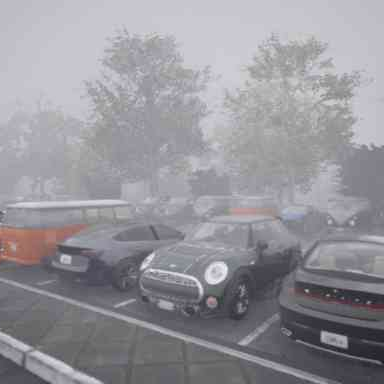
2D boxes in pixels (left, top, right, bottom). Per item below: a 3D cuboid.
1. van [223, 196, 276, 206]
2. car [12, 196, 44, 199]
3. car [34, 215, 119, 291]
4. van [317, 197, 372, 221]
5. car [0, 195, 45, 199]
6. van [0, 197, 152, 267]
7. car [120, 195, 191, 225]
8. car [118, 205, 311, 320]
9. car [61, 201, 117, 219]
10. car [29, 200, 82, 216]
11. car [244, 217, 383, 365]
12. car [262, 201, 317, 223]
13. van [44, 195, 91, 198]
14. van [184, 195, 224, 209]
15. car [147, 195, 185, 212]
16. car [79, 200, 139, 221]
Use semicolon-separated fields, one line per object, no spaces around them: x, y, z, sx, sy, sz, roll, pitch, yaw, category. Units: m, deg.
4.108;1.267;21.441;1.878;1.987;4.442;0;0;36;van
-16.191;1.568;35.916;2.097;1.535;5.008;0;0;36;car
-1.394;1.518;9.177;2.163;1.488;4.792;0;0;36;car
8.485;1.253;18.011;1.878;1.987;4.442;0;0;35;van
-18.554;1.326;37.590;2.435;2.045;5.566;0;0;36;car
-3.596;1.271;10.872;1.878;1.987;4.442;0;0;36;van
-2.718;1.266;26.182;2.435;2.045;5.566;0;0;36;car
0.857;1.357;7.558;2.185;1.767;4.553;0;0;36;car
-9.545;1.584;31.138;2.002;1.452;4.674;0;0;36;car
-13.941;1.600;34.299;2.002;1.452;4.674;0;0;36;car
3.091;1.481;5.903;2.231;1.521;4.892;0;0;36;car
6.291;1.484;19.732;2.097;1.535;5.008;0;0;36;car
-11.727;1.326;32.850;1.878;1.987;4.442;0;0;36;van
1.724;1.275;22.872;1.878;1.987;4.442;0;0;36;van
-0.471;1.258;24.562;2.435;2.045;5.566;0;0;36;car
-7.201;1.535;29.439;2.097;1.535;5.008;0;0;36;car
